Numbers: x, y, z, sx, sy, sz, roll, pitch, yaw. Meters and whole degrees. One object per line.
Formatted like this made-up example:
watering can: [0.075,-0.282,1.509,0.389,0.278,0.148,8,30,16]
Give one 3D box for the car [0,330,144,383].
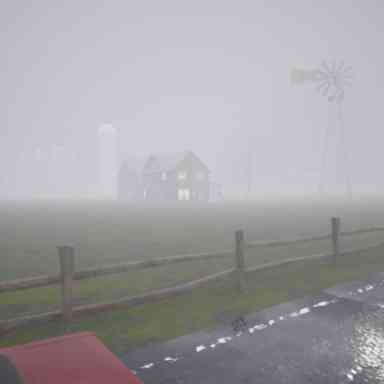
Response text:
car: [-2.376,1.625,1.343,4.718,1.301,1.895,-1,0,-36]
